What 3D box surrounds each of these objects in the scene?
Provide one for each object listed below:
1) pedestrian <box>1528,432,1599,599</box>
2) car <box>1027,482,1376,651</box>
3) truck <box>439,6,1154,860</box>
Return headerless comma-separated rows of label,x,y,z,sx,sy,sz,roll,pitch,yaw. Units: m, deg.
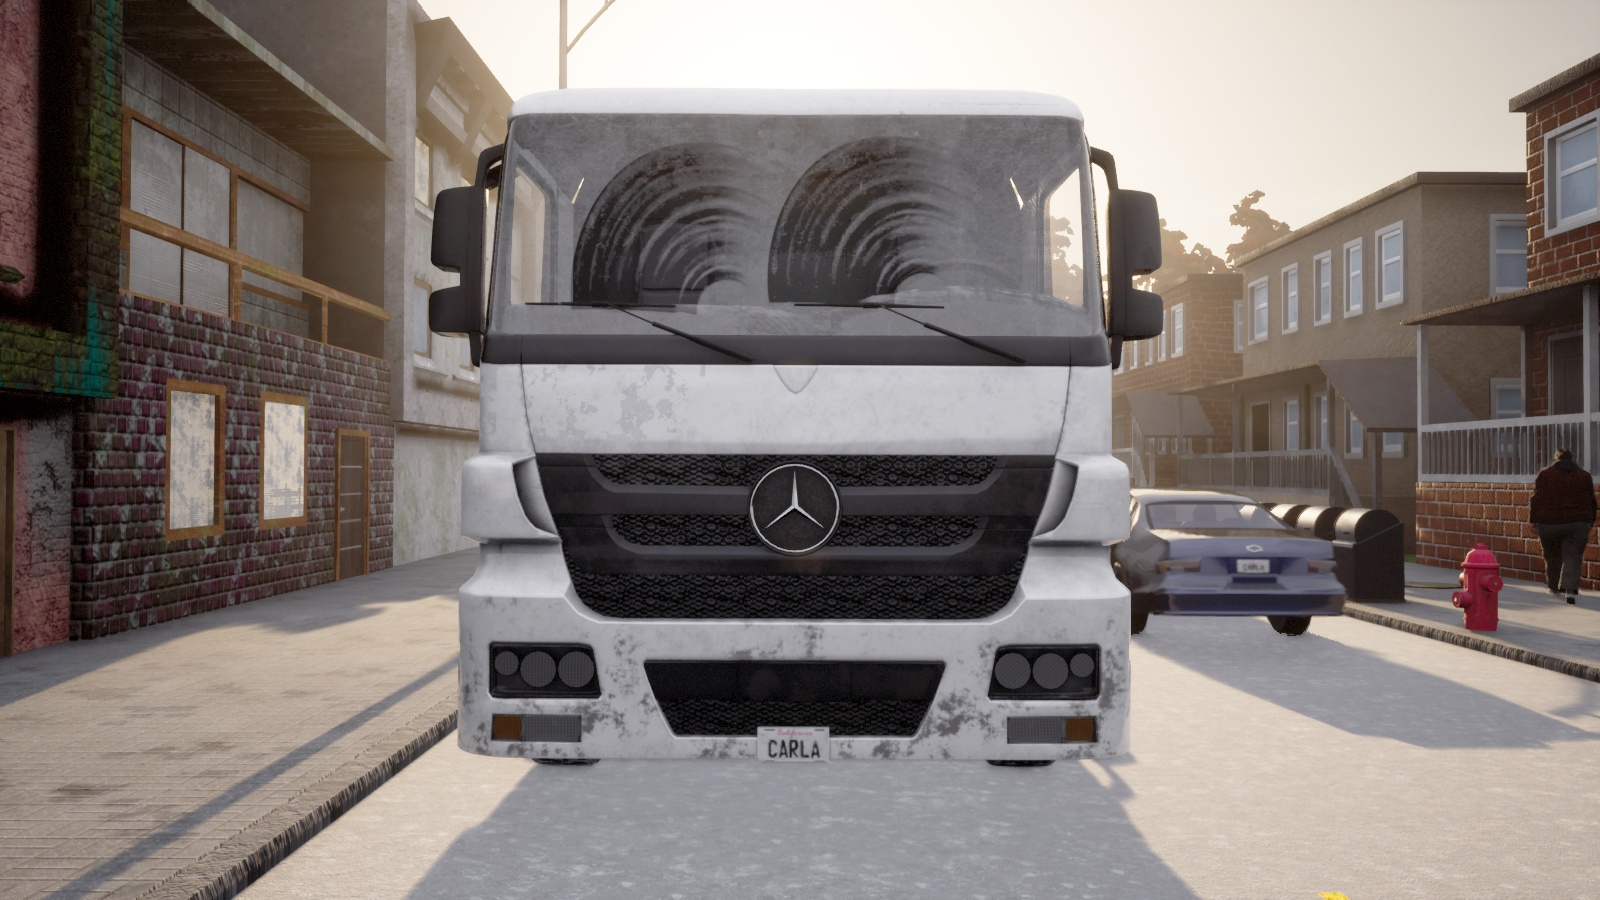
pedestrian,8.742,0.730,14.380,0.634,1.844,0.899,-1,-1,27
car,3.967,1.074,13.569,2.033,1.411,5.357,0,-1,0
truck,-0.025,-0.015,9.072,2.891,3.462,7.936,0,-1,0
